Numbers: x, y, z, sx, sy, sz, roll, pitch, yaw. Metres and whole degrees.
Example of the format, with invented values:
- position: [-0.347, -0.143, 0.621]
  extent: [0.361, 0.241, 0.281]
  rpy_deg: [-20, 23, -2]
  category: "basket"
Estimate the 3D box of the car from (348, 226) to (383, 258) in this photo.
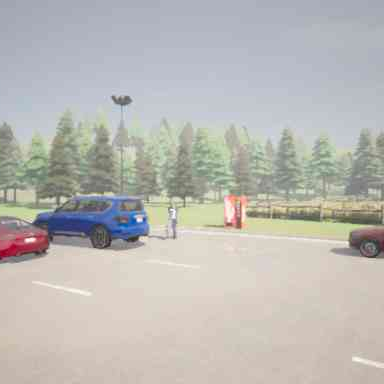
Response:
- position: [7.804, 1.526, 11.141]
  extent: [4.674, 1.442, 1.812]
  rpy_deg: [0, 0, 35]
  category: "car"

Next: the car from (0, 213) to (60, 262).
- position: [-7.120, 1.561, 11.909]
  extent: [4.181, 1.385, 1.994]
  rpy_deg: [0, 0, 27]
  category: "car"

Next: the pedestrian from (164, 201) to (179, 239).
- position: [-0.925, 1.292, 15.490]
  extent: [0.375, 1.860, 0.375]
  rpy_deg: [0, 0, 29]
  category: "pedestrian"

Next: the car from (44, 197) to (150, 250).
- position: [-4.456, 1.218, 14.552]
  extent: [5.566, 2.045, 2.150]
  rpy_deg: [0, 0, 28]
  category: "car"

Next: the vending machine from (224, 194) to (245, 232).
- position: [2.499, 1.194, 19.379]
  extent: [0.880, 2.100, 1.100]
  rpy_deg: [0, 0, 30]
  category: "vending machine"
